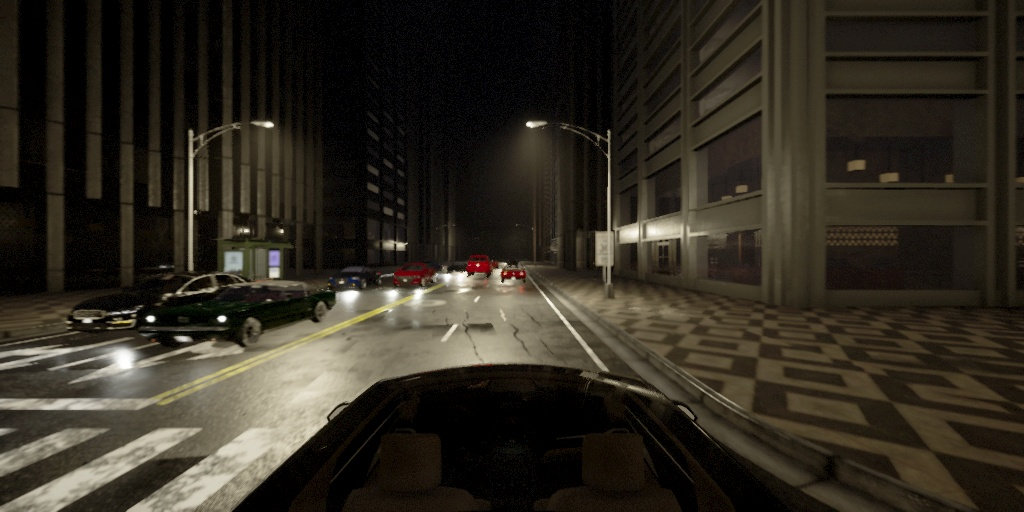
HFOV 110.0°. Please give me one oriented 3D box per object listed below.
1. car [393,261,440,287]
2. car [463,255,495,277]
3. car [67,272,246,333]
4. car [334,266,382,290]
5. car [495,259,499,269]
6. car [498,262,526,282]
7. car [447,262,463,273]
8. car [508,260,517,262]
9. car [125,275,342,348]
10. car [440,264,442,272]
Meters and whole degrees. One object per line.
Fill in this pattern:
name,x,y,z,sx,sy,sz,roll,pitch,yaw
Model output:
car,-6.584,1.231,24.587,1.882,1.535,5.008,0,0,0
car,-3.141,0.977,35.565,2.150,2.045,5.566,0,0,0
car,-9.837,1.256,10.771,1.837,1.490,4.892,0,0,1
car,-9.836,1.315,22.661,1.994,1.385,4.181,0,0,0
car,-3.164,1.122,55.862,2.097,1.767,4.553,0,0,0
car,0.108,1.355,28.833,1.895,1.301,4.718,0,0,0
car,-6.509,1.363,42.729,1.895,1.301,4.718,0,0,0
car,0.081,1.276,54.469,1.837,1.490,4.892,0,0,0
car,-6.595,1.352,9.396,1.895,1.301,4.718,0,0,0
car,-9.749,1.289,43.976,1.812,1.442,4.674,0,0,0
